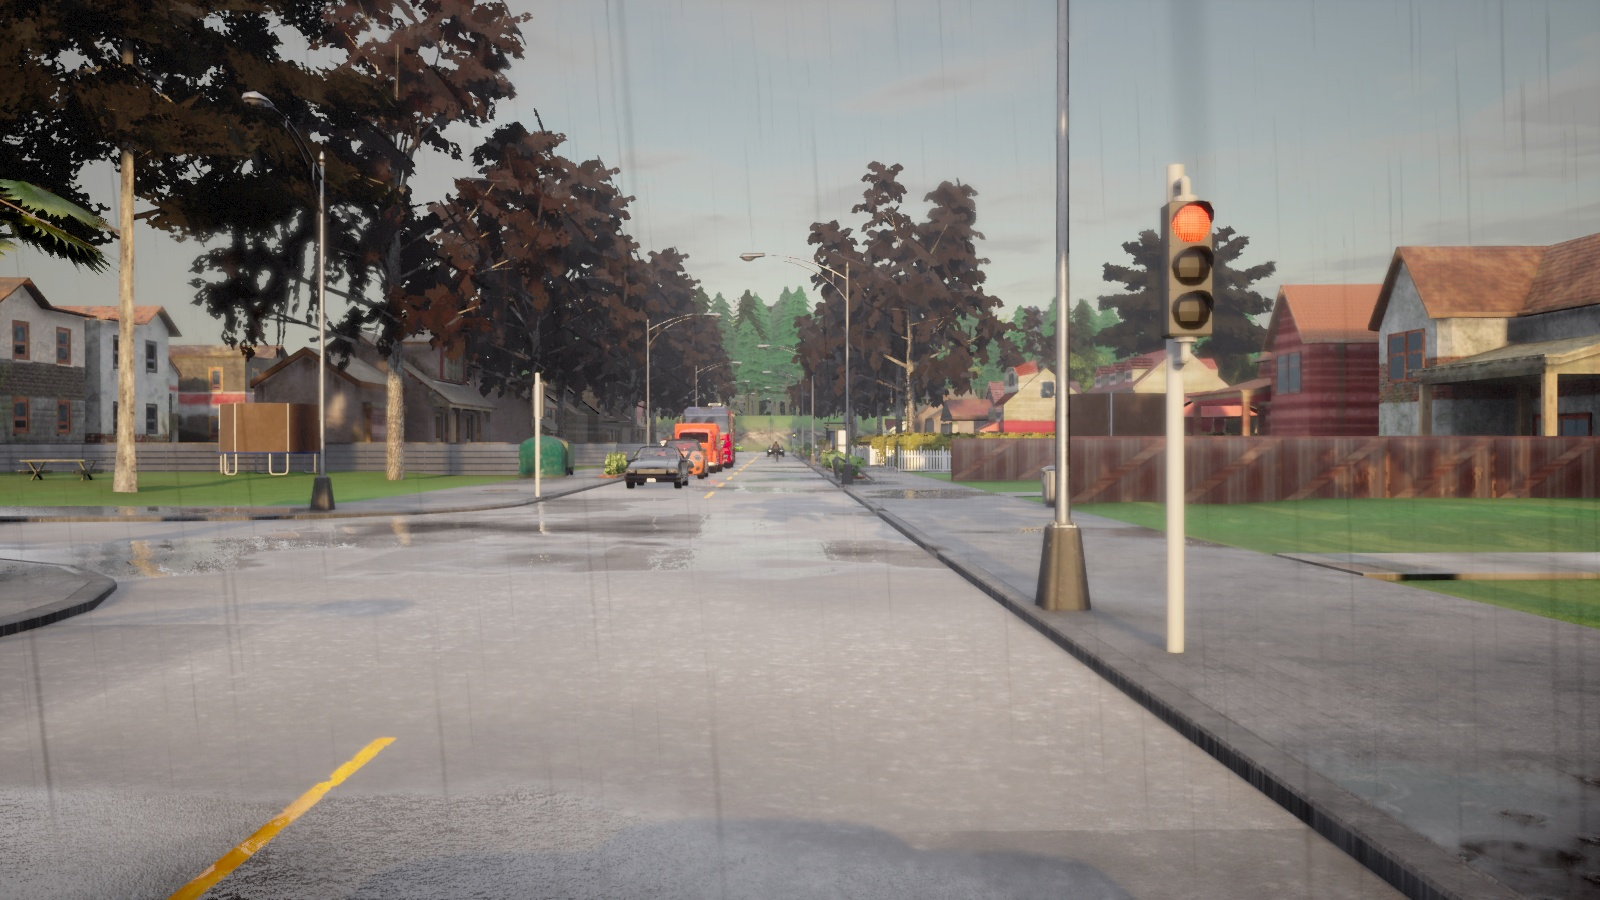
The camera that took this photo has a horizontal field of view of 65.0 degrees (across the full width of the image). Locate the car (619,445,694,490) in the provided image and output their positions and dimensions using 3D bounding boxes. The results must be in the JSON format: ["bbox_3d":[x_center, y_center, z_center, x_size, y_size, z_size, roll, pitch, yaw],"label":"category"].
[{"bbox_3d":[-4.789,0.549,42.690,2.033,1.411,5.357,0,0,-1],"label":"car"}]

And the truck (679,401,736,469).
[{"bbox_3d":[-5.423,-0.846,74.966,2.891,3.827,8.468,0,0,-1],"label":"truck"}]

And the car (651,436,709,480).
[{"bbox_3d":[-4.985,0.303,52.843,2.097,1.767,4.553,0,0,-1],"label":"car"}]

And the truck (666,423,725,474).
[{"bbox_3d":[-5.189,-0.100,63.075,2.627,2.467,5.204,0,0,-1],"label":"truck"}]
